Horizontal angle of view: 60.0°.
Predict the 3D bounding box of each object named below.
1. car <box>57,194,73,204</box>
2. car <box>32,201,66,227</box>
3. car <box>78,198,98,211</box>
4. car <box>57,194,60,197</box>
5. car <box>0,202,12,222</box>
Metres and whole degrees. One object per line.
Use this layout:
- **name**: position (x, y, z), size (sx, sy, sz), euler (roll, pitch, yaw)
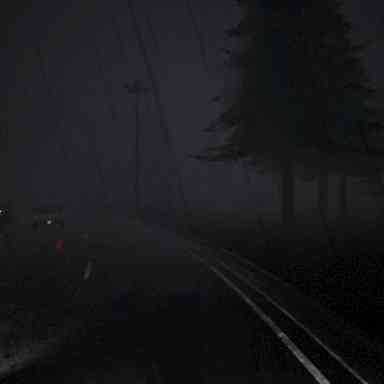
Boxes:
- **car**: position (-22.119, 1.477, 58.524), size (1.895, 1.301, 4.718), euler (0, 0, -24)
- **car**: position (-9.685, 1.553, 22.416), size (1.895, 1.301, 4.718), euler (0, 0, -24)
- **car**: position (-12.528, 1.439, 40.070), size (1.812, 1.442, 4.674), euler (0, 0, -24)
- **car**: position (-28.040, 1.184, 71.771), size (2.097, 1.767, 4.553), euler (0, 0, -24)
- **car**: position (-14.827, 1.475, 25.231), size (1.812, 1.442, 4.674), euler (0, 0, -24)
